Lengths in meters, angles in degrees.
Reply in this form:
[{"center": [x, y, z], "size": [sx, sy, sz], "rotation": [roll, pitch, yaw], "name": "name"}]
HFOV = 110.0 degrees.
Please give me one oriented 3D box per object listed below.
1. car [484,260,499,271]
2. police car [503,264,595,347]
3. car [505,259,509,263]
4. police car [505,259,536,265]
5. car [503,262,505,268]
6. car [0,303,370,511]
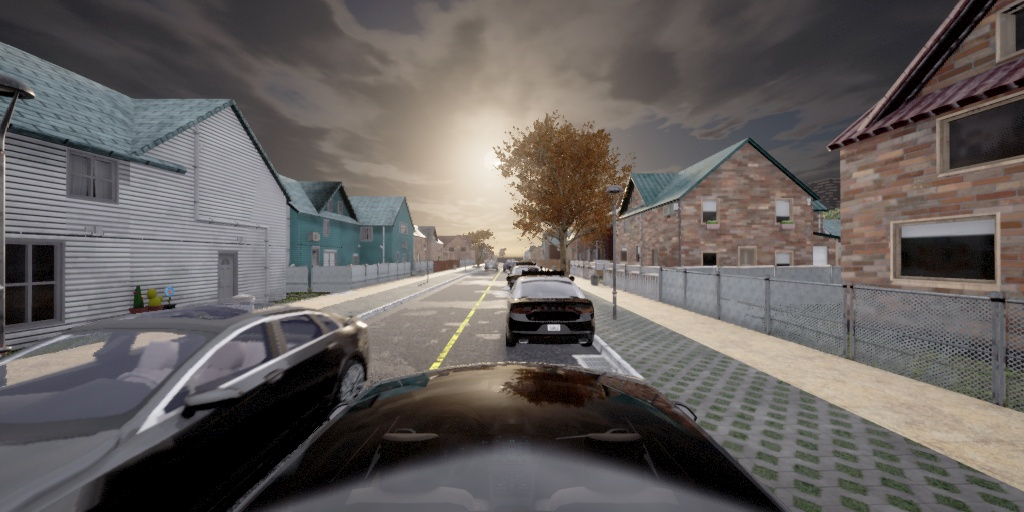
[{"center": [-2.934, 1.365, 51.148], "size": [2.128, 1.511, 4.902], "rotation": [0, 0, 0], "name": "car"}, {"center": [0.798, 1.178, 9.489], "size": [1.930, 1.638, 5.238], "rotation": [0, 0, 0], "name": "police car"}, {"center": [0.737, 1.113, 25.349], "size": [2.097, 1.767, 4.553], "rotation": [0, 0, 0], "name": "car"}, {"center": [0.760, 1.184, 19.489], "size": [1.930, 1.638, 5.238], "rotation": [0, 0, 0], "name": "police car"}, {"center": [-0.133, 1.214, 49.086], "size": [2.097, 1.767, 4.553], "rotation": [0, 0, 0], "name": "car"}, {"center": [-2.853, 1.241, 3.029], "size": [2.128, 1.511, 4.902], "rotation": [0, 0, 0], "name": "car"}]
